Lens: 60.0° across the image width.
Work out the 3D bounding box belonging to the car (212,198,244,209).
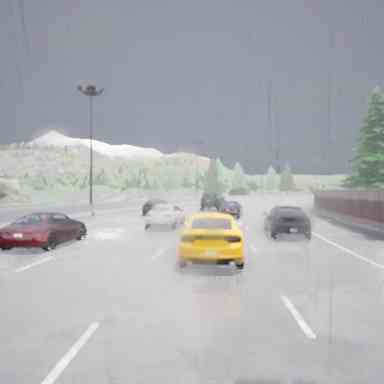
[{"bbox_3d":[3.403,1.490,28.995,2.033,1.411,5.357,0,0,13],"label":"car"}]

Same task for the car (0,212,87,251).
[{"bbox_3d":[-6.060,1.527,13.944,1.994,1.385,4.181,0,0,6],"label":"car"}]

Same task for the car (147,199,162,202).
[{"bbox_3d":[-3.181,1.435,31.376,1.837,1.490,4.892,0,0,13],"label":"car"}]

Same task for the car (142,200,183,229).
[{"bbox_3d":[-1.613,1.479,20.993,1.812,1.442,4.674,0,0,8],"label":"car"}]

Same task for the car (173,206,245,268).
[{"bbox_3d":[0.697,1.454,11.283,1.882,1.535,5.008,0,0,5],"label":"car"}]

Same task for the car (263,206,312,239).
[{"bbox_3d":[4.882,1.474,17.323,1.837,1.490,4.892,0,0,7],"label":"car"}]

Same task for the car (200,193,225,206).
[{"bbox_3d":[2.570,1.140,39.493,2.150,2.045,5.566,0,0,16],"label":"car"}]
